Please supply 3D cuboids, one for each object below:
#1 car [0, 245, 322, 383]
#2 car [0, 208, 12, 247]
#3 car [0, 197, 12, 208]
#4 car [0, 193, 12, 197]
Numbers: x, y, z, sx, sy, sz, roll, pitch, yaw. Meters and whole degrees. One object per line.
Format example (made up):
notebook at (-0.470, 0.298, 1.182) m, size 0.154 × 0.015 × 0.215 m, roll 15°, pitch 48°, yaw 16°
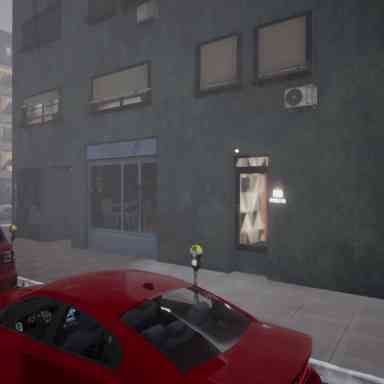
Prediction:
car at (-1.018, 1.544, 3.571) m, size 4.507 × 1.381 × 1.887 m, roll 0°, pitch 0°, yaw 35°
car at (-5.546, 1.314, 6.742) m, size 5.009 × 1.841 × 2.192 m, roll 0°, pitch 0°, yaw 35°
car at (-17.666, 1.368, 28.598) m, size 1.895 × 1.301 × 4.718 m, roll 1°, pitch 1°, yaw 34°
car at (-18.566, 1.031, 31.833) m, size 2.192 × 1.841 × 5.009 m, roll 2°, pitch 2°, yaw 35°
